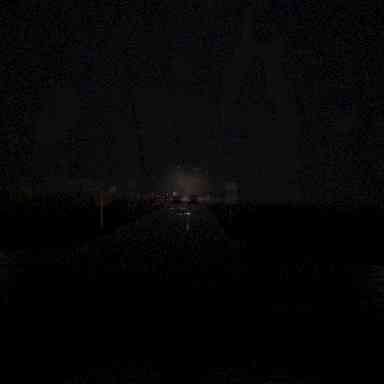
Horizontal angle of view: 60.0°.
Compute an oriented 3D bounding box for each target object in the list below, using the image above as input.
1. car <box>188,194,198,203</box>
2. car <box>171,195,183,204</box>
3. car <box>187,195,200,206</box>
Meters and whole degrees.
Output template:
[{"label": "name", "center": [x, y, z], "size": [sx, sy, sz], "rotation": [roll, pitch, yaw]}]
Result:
[{"label": "car", "center": [0.243, 1.248, 62.806], "size": [1.837, 1.490, 4.892], "rotation": [0, 1, 0]}, {"label": "car", "center": [-2.527, 1.291, 57.810], "size": [1.882, 1.535, 5.008], "rotation": [0, 1, 0]}, {"label": "car", "center": [0.203, 1.396, 52.772], "size": [1.812, 1.442, 4.674], "rotation": [0, 1, 0]}]
